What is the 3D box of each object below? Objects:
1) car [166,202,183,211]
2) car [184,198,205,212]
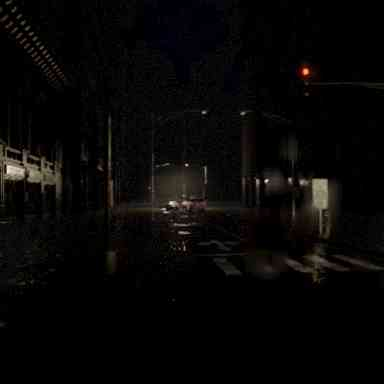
[{"bbox_3d":[-3.113,2.236,52.763,2.033,1.411,5.357,0,-1,-7],"label":"car"},{"bbox_3d":[0.470,1.835,48.314,2.150,2.045,5.566,0,-1,-6],"label":"car"}]
